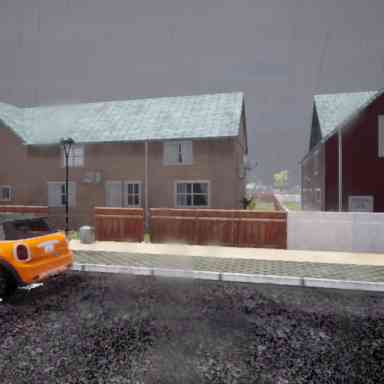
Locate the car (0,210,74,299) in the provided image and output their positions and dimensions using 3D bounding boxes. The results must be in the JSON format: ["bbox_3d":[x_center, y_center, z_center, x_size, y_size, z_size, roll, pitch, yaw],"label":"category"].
[{"bbox_3d":[-5.339,1.311,8.130,4.553,1.767,2.097,0,0,13],"label":"car"}]
